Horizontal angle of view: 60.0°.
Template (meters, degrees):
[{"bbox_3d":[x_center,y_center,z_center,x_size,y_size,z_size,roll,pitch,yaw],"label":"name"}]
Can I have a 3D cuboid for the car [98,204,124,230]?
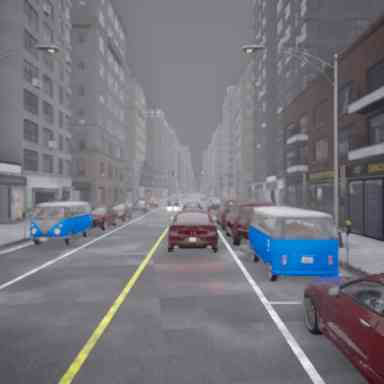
[{"bbox_3d":[-5.860,1.549,20.868,1.887,1.381,4.507,0,0,0],"label":"car"}]

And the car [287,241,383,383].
[{"bbox_3d":[2.668,1.583,3.888,1.802,1.307,4.206,0,0,0],"label":"car"}]

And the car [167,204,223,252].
[{"bbox_3d":[0.051,1.480,13.995,1.882,1.535,5.008,0,0,1],"label":"car"}]

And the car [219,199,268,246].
[{"bbox_3d":[2.667,1.318,15.200,2.192,1.841,5.009,0,0,0],"label":"car"}]

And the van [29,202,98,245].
[{"bbox_3d":[-5.858,1.344,15.213,1.690,1.788,3.998,0,0,0],"label":"van"}]

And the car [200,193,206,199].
[{"bbox_3d":[3.326,1.650,92.845,1.967,1.590,4.097,0,0,1],"label":"car"}]

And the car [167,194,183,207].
[{"bbox_3d":[-3.053,1.573,54.427,2.128,1.511,4.902,0,0,0],"label":"car"}]

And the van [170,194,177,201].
[{"bbox_3d":[-5.198,1.551,93.025,1.690,1.788,3.998,0,0,1],"label":"van"}]

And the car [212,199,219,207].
[{"bbox_3d":[2.666,1.319,20.857,2.192,1.841,5.009,0,0,0],"label":"car"}]

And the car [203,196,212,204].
[{"bbox_3d":[2.661,1.474,37.822,1.967,1.590,4.097,0,0,0],"label":"car"}]

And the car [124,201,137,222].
[{"bbox_3d":[-5.862,1.590,26.523,1.802,1.307,4.206,0,0,0],"label":"car"}]

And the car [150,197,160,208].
[{"bbox_3d":[-5.867,1.506,49.139,1.967,1.590,4.097,0,0,0],"label":"car"}]

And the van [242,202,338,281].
[{"bbox_3d":[2.668,1.343,9.543,1.690,1.788,3.998,0,0,0],"label":"van"}]

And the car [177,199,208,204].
[{"bbox_3d":[0.041,1.575,28.092,1.994,1.385,4.181,0,0,1],"label":"car"}]

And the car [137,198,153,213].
[{"bbox_3d":[-5.865,1.616,37.829,1.802,1.307,4.206,0,0,0],"label":"car"}]
